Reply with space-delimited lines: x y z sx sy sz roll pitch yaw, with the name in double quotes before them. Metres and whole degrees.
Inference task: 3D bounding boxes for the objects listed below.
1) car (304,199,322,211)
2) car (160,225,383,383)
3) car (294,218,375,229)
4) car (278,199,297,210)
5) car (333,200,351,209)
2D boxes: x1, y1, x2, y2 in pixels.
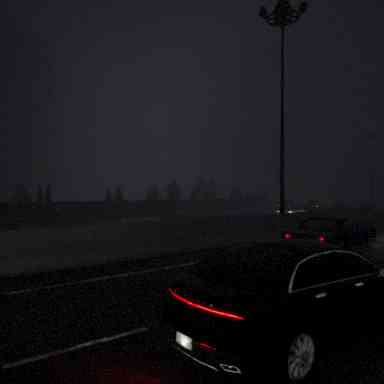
"car" 16.402 1.737 44.839 1.837 1.490 4.892 0 0 27
"car" 1.816 1.530 5.406 4.892 1.490 1.837 1 0 -38
"car" 5.624 1.673 13.289 4.718 1.301 1.895 0 0 -43
"car" 13.396 1.730 46.647 1.837 1.490 4.892 0 0 27
"car" 19.329 1.785 42.794 2.033 1.411 5.357 0 0 28
